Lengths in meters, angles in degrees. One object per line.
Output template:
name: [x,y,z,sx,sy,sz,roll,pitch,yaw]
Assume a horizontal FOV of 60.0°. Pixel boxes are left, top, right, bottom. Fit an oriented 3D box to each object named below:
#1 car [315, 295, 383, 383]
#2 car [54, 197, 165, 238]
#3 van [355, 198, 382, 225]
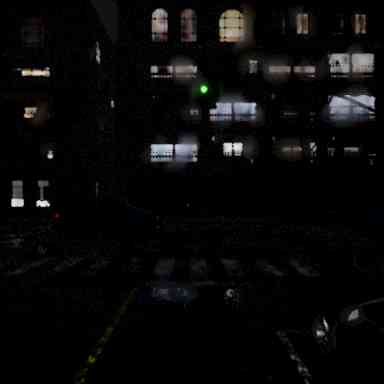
car: [2.593,1.565,2.951,1.947,1.339,4.313,1,0,0]
car: [-4.184,1.282,17.170,5.566,2.045,2.150,0,0,0]
van: [13.225,1.288,22.459,3.998,1.788,1.690,0,0,0]
